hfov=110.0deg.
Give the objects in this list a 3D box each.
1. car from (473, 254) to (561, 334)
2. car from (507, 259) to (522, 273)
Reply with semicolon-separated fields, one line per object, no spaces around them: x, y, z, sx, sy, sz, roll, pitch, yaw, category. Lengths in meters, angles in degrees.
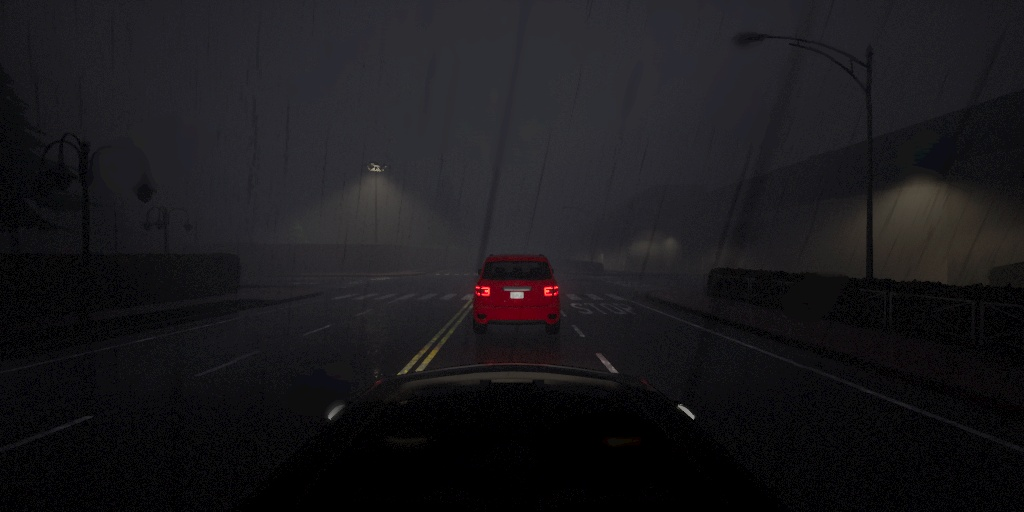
0.118;0.971;10.719;2.150;2.045;5.566;0;0;0;car
0.338;1.228;45.572;1.882;1.535;5.008;0;0;1;car
